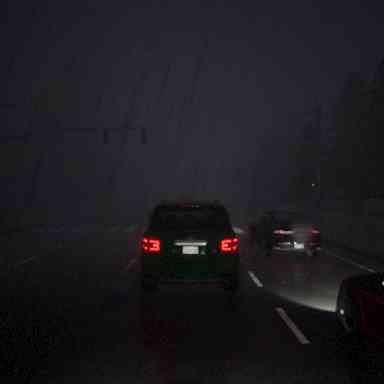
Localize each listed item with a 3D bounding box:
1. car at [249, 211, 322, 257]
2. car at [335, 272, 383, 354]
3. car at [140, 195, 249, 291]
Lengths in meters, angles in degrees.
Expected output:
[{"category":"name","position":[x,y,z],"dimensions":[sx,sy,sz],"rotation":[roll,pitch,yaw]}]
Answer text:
[{"category":"car","position":[3.367,1.487,12.879],"dimensions":[2.128,1.511,4.902],"rotation":[0,0,0]},{"category":"car","position":[3.436,1.563,3.971],"dimensions":[1.994,1.385,4.181],"rotation":[0,0,-1]},{"category":"car","position":[-0.075,1.219,9.130],"dimensions":[2.150,2.045,5.566],"rotation":[0,0,-1]}]
